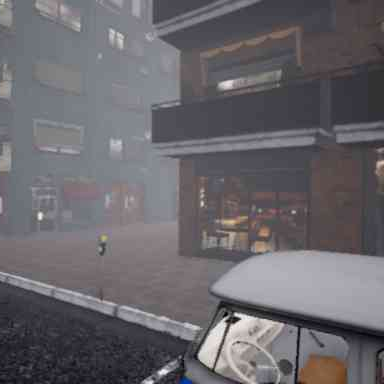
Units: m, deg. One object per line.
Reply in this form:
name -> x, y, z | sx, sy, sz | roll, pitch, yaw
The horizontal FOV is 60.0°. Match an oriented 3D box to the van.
van -> 1.723, 1.338, 1.631 | 3.998, 1.788, 1.690 | 0, 1, 35
